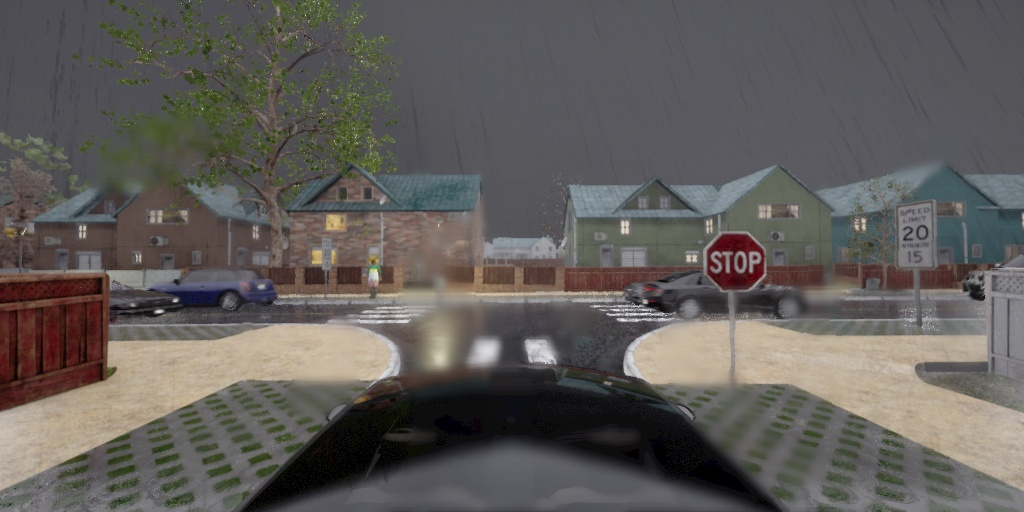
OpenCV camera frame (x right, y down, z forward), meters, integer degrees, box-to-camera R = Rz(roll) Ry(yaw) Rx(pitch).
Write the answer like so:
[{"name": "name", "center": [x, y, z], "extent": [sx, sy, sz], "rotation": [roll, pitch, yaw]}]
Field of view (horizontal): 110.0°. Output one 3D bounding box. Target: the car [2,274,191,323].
[{"name": "car", "center": [-14.116, 1.443, 11.672], "extent": [5.357, 1.411, 2.033], "rotation": [-1, -1, 1]}]

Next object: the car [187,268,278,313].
[{"name": "car", "center": [-12.288, 1.301, 14.606], "extent": [4.553, 1.767, 2.097], "rotation": [-1, -1, 1]}]

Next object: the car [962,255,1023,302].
[{"name": "car", "center": [21.683, 0.867, 14.274], "extent": [5.566, 2.045, 2.150], "rotation": [0, -1, 1]}]

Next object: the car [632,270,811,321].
[{"name": "car", "center": [6.674, 1.199, 11.463], "extent": [4.892, 1.490, 1.837], "rotation": [-1, -1, 0]}]

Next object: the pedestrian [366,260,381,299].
[{"name": "pedestrian", "center": [-6.763, 1.107, 17.466], "extent": [0.375, 1.860, 0.375], "rotation": [0, -1, 1]}]

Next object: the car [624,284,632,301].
[{"name": "car", "center": [6.940, 1.291, 14.415], "extent": [4.674, 1.442, 1.812], "rotation": [0, -1, 1]}]
